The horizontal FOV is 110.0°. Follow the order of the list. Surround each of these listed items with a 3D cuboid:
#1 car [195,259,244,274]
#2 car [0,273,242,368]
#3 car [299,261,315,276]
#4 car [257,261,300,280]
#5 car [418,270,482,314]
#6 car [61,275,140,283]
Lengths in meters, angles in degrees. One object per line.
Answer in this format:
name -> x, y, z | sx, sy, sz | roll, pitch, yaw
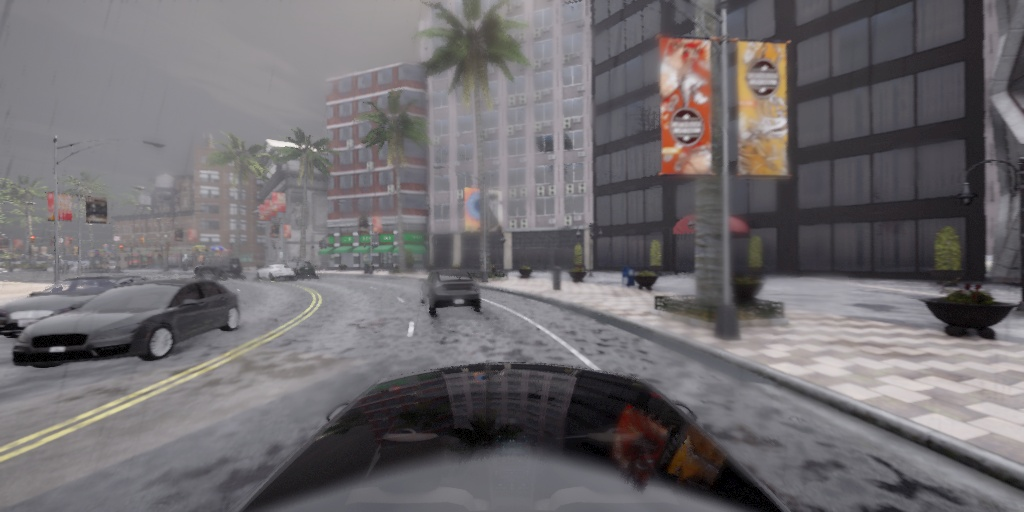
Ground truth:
car -> -32.239, 1.307, 39.493 | 5.566, 2.045, 2.150 | 0, 0, 21
car -> -8.251, 1.341, 8.379 | 1.837, 1.490, 4.892 | -1, 0, -15
car -> -23.410, 1.344, 38.822 | 4.553, 1.767, 2.097 | -1, 0, 32
car -> -22.415, 1.507, 34.068 | 4.674, 1.442, 1.812 | 0, 0, 36
car -> -2.525, 1.281, 14.195 | 1.837, 1.490, 4.892 | 0, 0, -19
car -> -12.630, 1.373, 10.981 | 2.128, 1.511, 4.902 | -1, 0, -22
